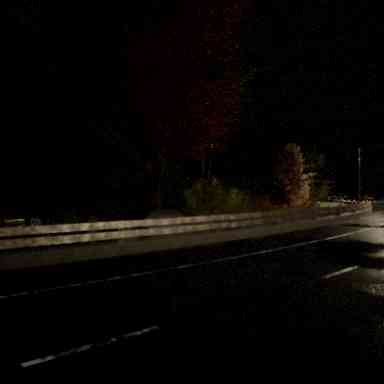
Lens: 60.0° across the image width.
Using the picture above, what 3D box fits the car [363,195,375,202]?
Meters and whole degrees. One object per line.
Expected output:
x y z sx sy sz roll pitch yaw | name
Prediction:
43.812 1.600 83.320 1.882 1.535 5.008 0 0 2 | car

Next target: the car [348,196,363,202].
40.325 1.661 83.617 1.812 1.442 4.674 0 0 2 | car
